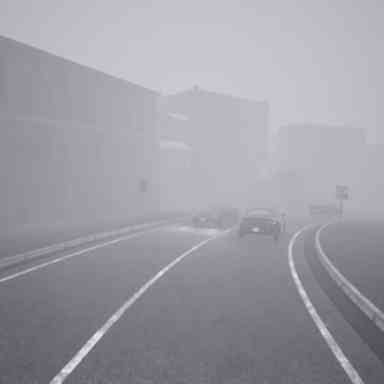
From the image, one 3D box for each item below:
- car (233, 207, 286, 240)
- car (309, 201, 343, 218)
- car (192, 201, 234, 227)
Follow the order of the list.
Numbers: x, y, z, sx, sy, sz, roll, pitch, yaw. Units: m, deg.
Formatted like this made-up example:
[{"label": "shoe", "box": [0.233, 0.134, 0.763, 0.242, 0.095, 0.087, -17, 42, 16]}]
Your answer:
[{"label": "car", "box": [3.624, 1.476, 16.773, 1.812, 1.442, 4.674, 2, 1, 21]}, {"label": "car", "box": [12.867, 1.593, 31.722, 1.882, 1.535, 5.008, 4, 2, 41]}, {"label": "car", "box": [1.637, 1.338, 21.431, 1.812, 1.442, 4.674, 2, 1, 26]}]
